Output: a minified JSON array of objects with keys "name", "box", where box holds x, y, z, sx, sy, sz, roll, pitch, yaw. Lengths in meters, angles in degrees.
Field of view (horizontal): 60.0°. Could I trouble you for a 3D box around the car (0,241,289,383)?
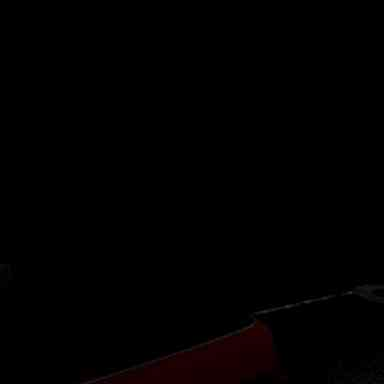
[{"name":"car","box":[-1.462,1.339,2.318,4.553,1.767,2.097,0,0,-34]}]
